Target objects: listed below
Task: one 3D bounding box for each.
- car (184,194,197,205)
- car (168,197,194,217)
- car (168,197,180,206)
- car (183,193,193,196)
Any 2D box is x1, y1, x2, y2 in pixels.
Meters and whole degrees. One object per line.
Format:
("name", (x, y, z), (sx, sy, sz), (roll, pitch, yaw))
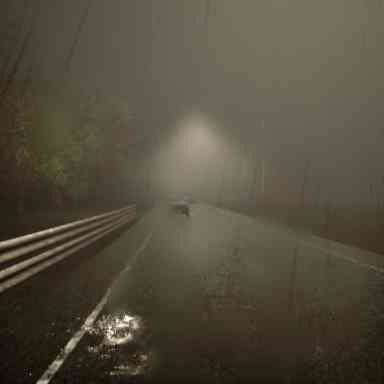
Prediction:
("car", (-0.043, 1.634, 62.907), (1.812, 1.442, 4.674), (0, 0, -4))
("car", (-1.317, 1.557, 32.311), (2.128, 1.511, 4.902), (0, 0, -4))
("car", (-3.197, 1.671, 59.259), (1.994, 1.385, 4.181), (0, 0, -4))
("car", (-0.745, 1.179, 72.920), (2.150, 2.045, 5.566), (0, 0, -4))
